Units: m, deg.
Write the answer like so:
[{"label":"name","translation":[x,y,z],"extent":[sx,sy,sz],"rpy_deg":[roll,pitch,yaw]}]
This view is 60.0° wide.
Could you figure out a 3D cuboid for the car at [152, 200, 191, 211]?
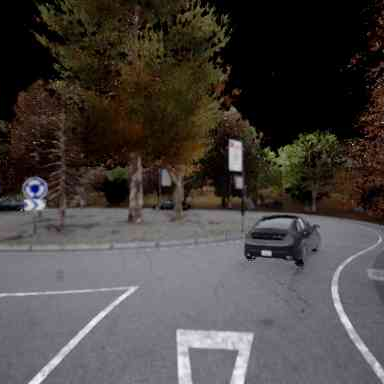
[{"label":"car","translation":[-2.639,1.720,42.335],"extent":[5.008,1.535,1.882],"rpy_deg":[1,0,15]}]

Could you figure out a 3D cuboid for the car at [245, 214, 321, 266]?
[{"label":"car","translation":[3.395,1.579,12.084],"extent":[1.837,1.490,4.892],"rpy_deg":[-1,-1,29]}]

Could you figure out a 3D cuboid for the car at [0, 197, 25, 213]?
[{"label":"car","translation":[-20.399,1.403,35.859],"extent":[2.097,1.767,4.553],"rpy_deg":[0,1,39]}]
